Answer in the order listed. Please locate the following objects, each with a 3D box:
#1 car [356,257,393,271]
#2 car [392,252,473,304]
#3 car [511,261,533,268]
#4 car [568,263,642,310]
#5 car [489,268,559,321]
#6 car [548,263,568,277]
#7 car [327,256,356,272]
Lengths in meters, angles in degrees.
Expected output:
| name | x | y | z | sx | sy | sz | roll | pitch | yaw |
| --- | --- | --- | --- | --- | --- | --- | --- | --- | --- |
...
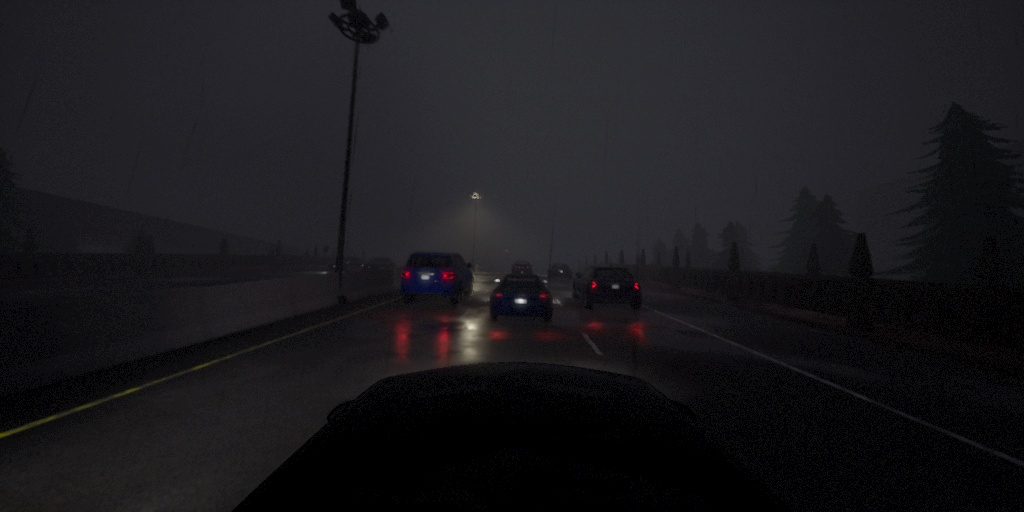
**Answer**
| name | x | y | z | sx | sy | sz | roll | pitch | yaw |
| --- | --- | --- | --- | --- | --- | --- | --- | --- | --- |
| car | -13.205 | 0.846 | 35.750 | 1.837 | 1.490 | 4.892 | 1 | -1 | 2 |
| car | -3.084 | 0.860 | 15.727 | 2.150 | 2.045 | 5.566 | 1 | 0 | 2 |
| car | 0.888 | 1.186 | 33.124 | 2.128 | 1.511 | 4.902 | 1 | 0 | 2 |
| car | 3.906 | 1.165 | 15.428 | 2.097 | 1.767 | 4.553 | 1 | 0 | 2 |
| car | 0.320 | 1.295 | 12.509 | 1.994 | 1.385 | 4.181 | 1 | 0 | 2 |
| car | 4.395 | 1.346 | 33.434 | 1.994 | 1.385 | 4.181 | 1 | 0 | 2 |
| car | -16.688 | 0.762 | 36.301 | 1.837 | 1.490 | 4.892 | 1 | -1 | 2 |
